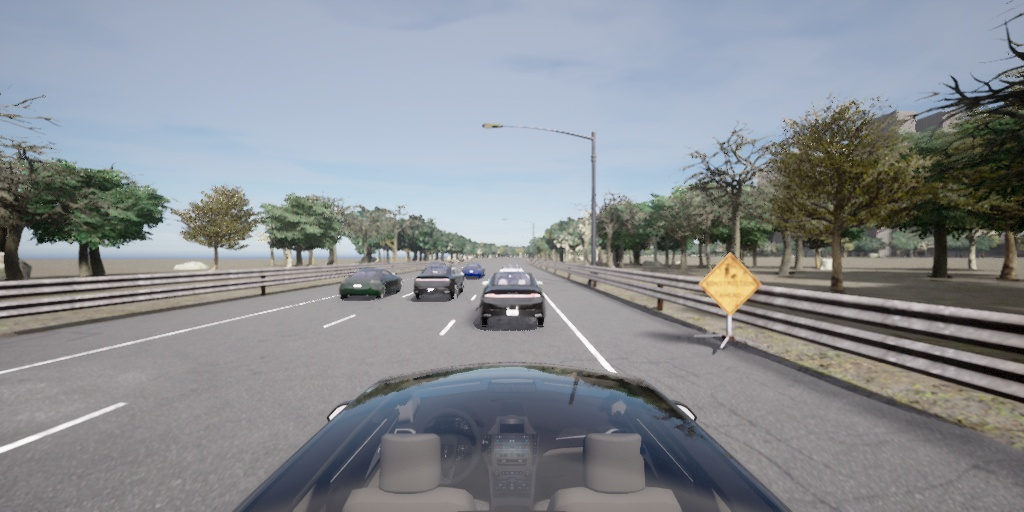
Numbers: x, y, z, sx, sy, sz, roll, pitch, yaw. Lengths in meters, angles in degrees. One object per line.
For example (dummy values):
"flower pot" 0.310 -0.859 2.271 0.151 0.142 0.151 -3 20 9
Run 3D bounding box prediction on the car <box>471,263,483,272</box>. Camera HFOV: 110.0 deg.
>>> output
"car" -3.603 1.346 33.736 1.994 1.385 4.181 0 0 0

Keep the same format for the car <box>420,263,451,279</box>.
"car" -7.103 1.347 33.703 1.994 1.385 4.181 0 0 0

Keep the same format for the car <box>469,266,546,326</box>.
"car" 0.016 1.249 11.687 2.128 1.511 4.902 0 0 0

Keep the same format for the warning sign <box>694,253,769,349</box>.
"warning sign" 4.517 0.867 7.469 1.300 1.860 1.060 0 0 0

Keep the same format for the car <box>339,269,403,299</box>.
"car" -7.007 1.328 18.244 1.994 1.385 4.181 0 0 0

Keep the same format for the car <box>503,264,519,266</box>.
"car" -0.092 1.378 31.657 1.895 1.301 4.718 0 0 0

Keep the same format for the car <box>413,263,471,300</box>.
"car" -3.506 1.254 17.884 2.128 1.511 4.902 0 0 0
